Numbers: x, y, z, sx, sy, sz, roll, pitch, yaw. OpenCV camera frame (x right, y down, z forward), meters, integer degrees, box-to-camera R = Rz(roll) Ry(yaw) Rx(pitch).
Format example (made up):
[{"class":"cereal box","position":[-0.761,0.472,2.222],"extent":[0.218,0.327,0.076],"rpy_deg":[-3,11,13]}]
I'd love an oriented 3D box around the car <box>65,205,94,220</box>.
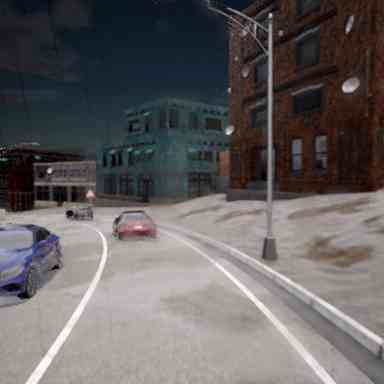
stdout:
[{"class":"car","position":[-11.940,2.113,35.116],"extent":[2.128,1.511,4.902],"rpy_deg":[-2,-1,-36]}]

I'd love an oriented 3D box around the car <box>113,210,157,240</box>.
[{"class":"car","position":[-3.156,1.685,17.940],"extent":[1.994,1.385,4.181],"rpy_deg":[-1,0,-17]}]

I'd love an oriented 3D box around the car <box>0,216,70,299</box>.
[{"class":"car","position":[-4.621,1.601,8.577],"extent":[1.812,1.442,4.674],"rpy_deg":[-1,0,-10]}]
